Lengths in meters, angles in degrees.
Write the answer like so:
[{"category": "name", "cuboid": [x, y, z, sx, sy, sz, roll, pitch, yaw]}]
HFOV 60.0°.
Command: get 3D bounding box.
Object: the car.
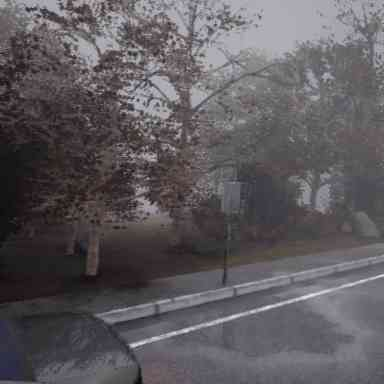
[{"category": "car", "cuboid": [-2.806, 1.529, 1.684, 5.357, 1.411, 2.033, 1, 0, -36]}]
